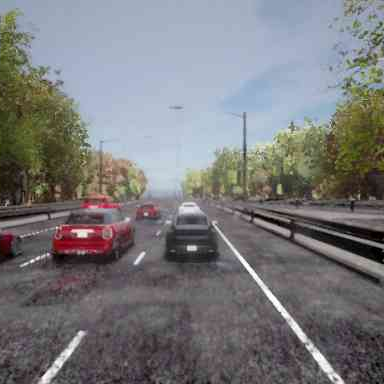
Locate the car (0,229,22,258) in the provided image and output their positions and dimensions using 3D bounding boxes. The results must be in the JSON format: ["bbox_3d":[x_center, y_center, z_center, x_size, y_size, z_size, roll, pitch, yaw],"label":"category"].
[{"bbox_3d":[-7.003,1.568,10.052,1.812,1.442,4.674,0,0,-2],"label":"car"}]

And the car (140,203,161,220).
[{"bbox_3d":[-3.748,1.656,29.154,1.812,1.442,4.674,0,0,-1],"label":"car"}]

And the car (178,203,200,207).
[{"bbox_3d":[-0.247,1.654,29.117,1.812,1.442,4.674,0,0,-1],"label":"car"}]

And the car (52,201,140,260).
[{"bbox_3d":[-3.511,1.404,12.749,2.097,1.767,4.553,0,0,0],"label":"car"}]

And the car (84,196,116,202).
[{"bbox_3d":[-7.216,1.344,26.933,2.150,2.045,5.566,0,0,-1],"label":"car"}]

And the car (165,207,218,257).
[{"bbox_3d":[-0.011,1.560,13.153,1.837,1.490,4.892,0,0,0],"label":"car"}]
